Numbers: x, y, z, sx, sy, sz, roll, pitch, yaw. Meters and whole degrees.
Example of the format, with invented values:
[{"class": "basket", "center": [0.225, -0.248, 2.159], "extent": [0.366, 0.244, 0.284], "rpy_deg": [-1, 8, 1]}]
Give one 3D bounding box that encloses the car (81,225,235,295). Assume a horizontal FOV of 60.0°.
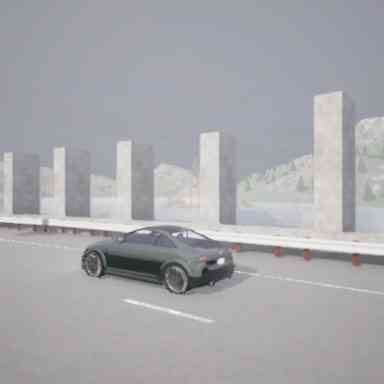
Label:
[{"class": "car", "center": [-0.997, 1.570, 8.792], "extent": [4.181, 1.385, 1.994], "rpy_deg": [0, 0, 34]}]
